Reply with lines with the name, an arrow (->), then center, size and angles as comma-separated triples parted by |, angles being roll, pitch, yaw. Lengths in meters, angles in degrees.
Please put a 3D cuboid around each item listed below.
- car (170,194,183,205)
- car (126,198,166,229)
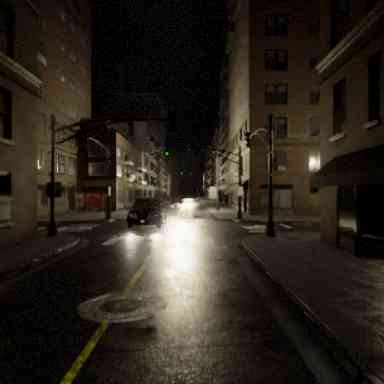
car -> -2.989, 1.481, 65.344 | 2.150, 2.045, 5.566 | 0, 0, 0
car -> -2.994, 1.424, 22.871 | 2.150, 2.045, 5.566 | 0, 0, 0
